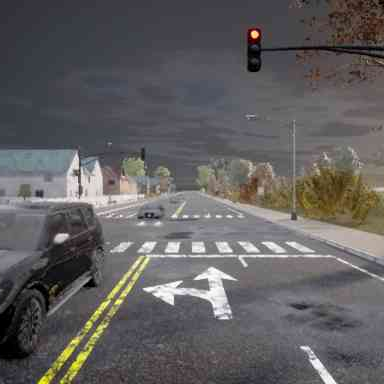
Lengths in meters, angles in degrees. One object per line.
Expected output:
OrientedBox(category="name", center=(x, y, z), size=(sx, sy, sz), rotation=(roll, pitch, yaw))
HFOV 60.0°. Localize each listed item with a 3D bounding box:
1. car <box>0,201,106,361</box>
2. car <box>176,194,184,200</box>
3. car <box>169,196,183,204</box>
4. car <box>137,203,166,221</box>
OrientedBox(category="car", center=(-3.241, 1.238, 6.280), size=(2.150, 2.045, 5.566), rotation=(0, 0, 0))
OrientedBox(category="car", center=(-3.121, 1.305, 86.253), size=(1.895, 1.301, 4.718), rotation=(0, 0, 0))
OrientedBox(category="car", center=(-3.160, 1.504, 60.254), size=(1.837, 1.490, 4.892), rotation=(0, 2, 0))
OrientedBox(category="car", center=(-3.209, 1.587, 27.048), size=(1.994, 1.385, 4.181), rotation=(0, 0, 0))
